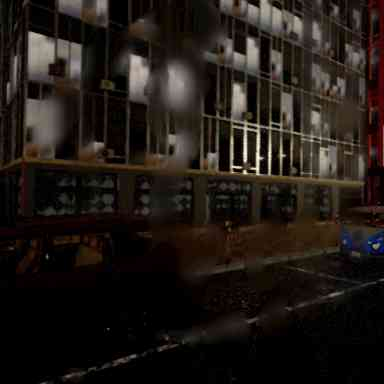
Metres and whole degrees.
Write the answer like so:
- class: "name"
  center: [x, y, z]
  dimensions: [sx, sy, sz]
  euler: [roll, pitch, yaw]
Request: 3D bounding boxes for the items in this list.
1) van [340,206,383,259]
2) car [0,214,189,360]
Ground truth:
- class: "van"
  center: [6.697, 1.374, 11.321]
  dimensions: [3.998, 1.788, 1.690]
  euler: [0, 1, -35]
- class: "car"
  center: [-2.378, 1.318, 4.842]
  dimensions: [5.009, 1.841, 2.192]
  euler: [0, 1, -35]
